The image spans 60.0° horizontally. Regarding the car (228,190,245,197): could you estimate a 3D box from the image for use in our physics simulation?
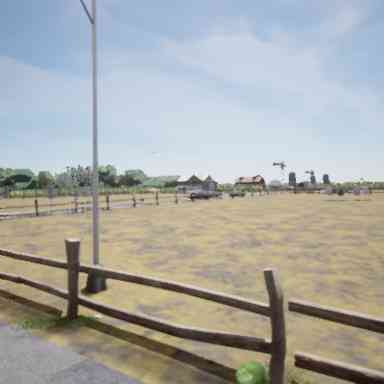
[{"bbox_3d":[8.809,0.274,65.098,1.994,1.385,4.181,-1,1,35],"label":"car"}]

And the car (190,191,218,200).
[{"bbox_3d":[1.708,0.492,54.999,1.882,1.535,5.008,-1,1,36],"label":"car"}]
